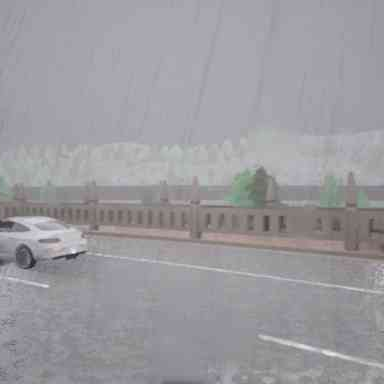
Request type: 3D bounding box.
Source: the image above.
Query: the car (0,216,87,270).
[{"bbox_3d":[-5.553,1.526,10.990,4.674,1.442,1.812,0,0,29],"label":"car"}]
